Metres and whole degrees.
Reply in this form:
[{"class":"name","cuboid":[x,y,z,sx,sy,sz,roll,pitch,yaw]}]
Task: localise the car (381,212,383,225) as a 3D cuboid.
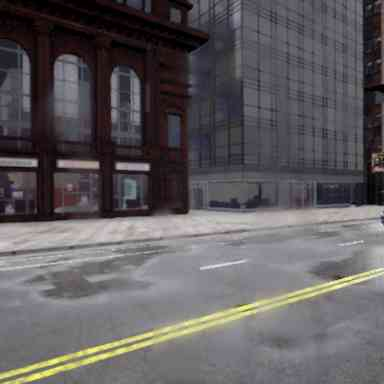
[{"class":"car","cuboid":[14.501,1.331,22.006,4.553,1.767,2.097,0,0,-35]}]
